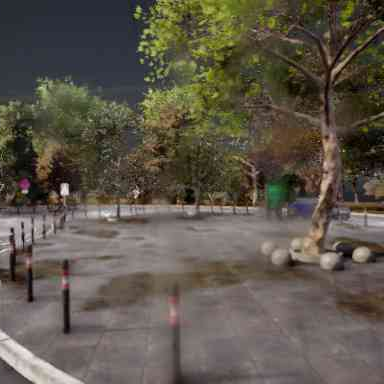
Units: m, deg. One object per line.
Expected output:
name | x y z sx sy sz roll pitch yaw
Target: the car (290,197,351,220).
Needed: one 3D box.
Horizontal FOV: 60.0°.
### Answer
car | 9.641 1.191 25.256 2.097 1.767 4.553 0 0 -25
